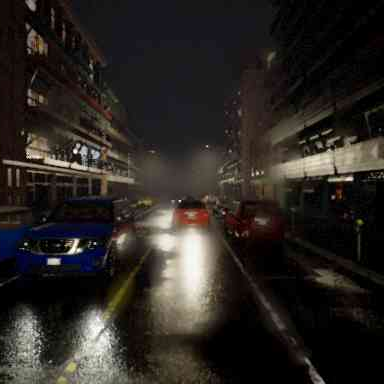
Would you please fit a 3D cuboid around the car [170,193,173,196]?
[{"bbox_3d":[-3.527,1.144,76.898,1.812,1.442,4.674,0,0,0],"label":"car"}]

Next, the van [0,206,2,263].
[{"bbox_3d":[-5.758,1.309,8.907,1.690,1.788,3.998,0,0,0],"label":"van"}]

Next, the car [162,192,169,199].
[{"bbox_3d":[-6.144,1.251,65.525,1.802,1.307,4.206,-1,0,0],"label":"car"}]

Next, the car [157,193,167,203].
[{"bbox_3d":[-6.105,1.273,59.864,1.802,1.307,4.206,-1,0,0],"label":"car"}]

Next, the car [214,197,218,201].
[{"bbox_3d":[2.508,1.372,25.926,2.008,1.369,4.403,-1,0,0],"label":"car"}]

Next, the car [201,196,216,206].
[{"bbox_3d":[2.353,1.266,48.570,1.947,1.339,4.313,-1,0,0],"label":"car"}]

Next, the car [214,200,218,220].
[{"bbox_3d":[2.547,1.407,20.265,2.008,1.369,4.403,-1,0,0],"label":"car"}]

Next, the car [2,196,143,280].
[{"bbox_3d":[-3.073,1.167,10.120,2.150,2.045,5.566,0,0,0],"label":"car"}]

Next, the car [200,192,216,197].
[{"bbox_3d":[2.390,1.168,42.911,1.967,1.590,4.097,-1,0,0],"label":"car"}]

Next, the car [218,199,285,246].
[{"bbox_3d":[2.583,1.205,14.601,2.192,1.841,5.009,-1,0,0],"label":"car"}]

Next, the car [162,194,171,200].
[{"bbox_3d":[-6.259,1.136,82.339,1.752,1.417,4.829,-1,0,0],"label":"car"}]

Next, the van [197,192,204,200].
[{"bbox_3d":[2.117,0.909,82.539,1.690,1.788,3.998,-1,0,0],"label":"van"}]

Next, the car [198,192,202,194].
[{"bbox_3d":[2.158,1.131,76.879,1.887,1.381,4.507,-1,0,0],"label":"car"}]

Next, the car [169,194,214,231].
[{"bbox_3d":[-0.047,1.224,19.504,2.097,1.767,4.553,0,0,0],"label":"car"}]

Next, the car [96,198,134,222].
[{"bbox_3d":[-5.873,1.304,25.893,1.967,1.590,4.097,-1,0,0],"label":"car"}]

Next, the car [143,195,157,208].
[{"bbox_3d":[-5.988,1.296,42.709,1.752,1.417,4.829,-1,0,0],"label":"car"}]

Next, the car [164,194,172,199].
[{"bbox_3d":[-6.299,1.159,88.171,1.947,1.339,4.313,-1,0,0],"label":"car"}]
